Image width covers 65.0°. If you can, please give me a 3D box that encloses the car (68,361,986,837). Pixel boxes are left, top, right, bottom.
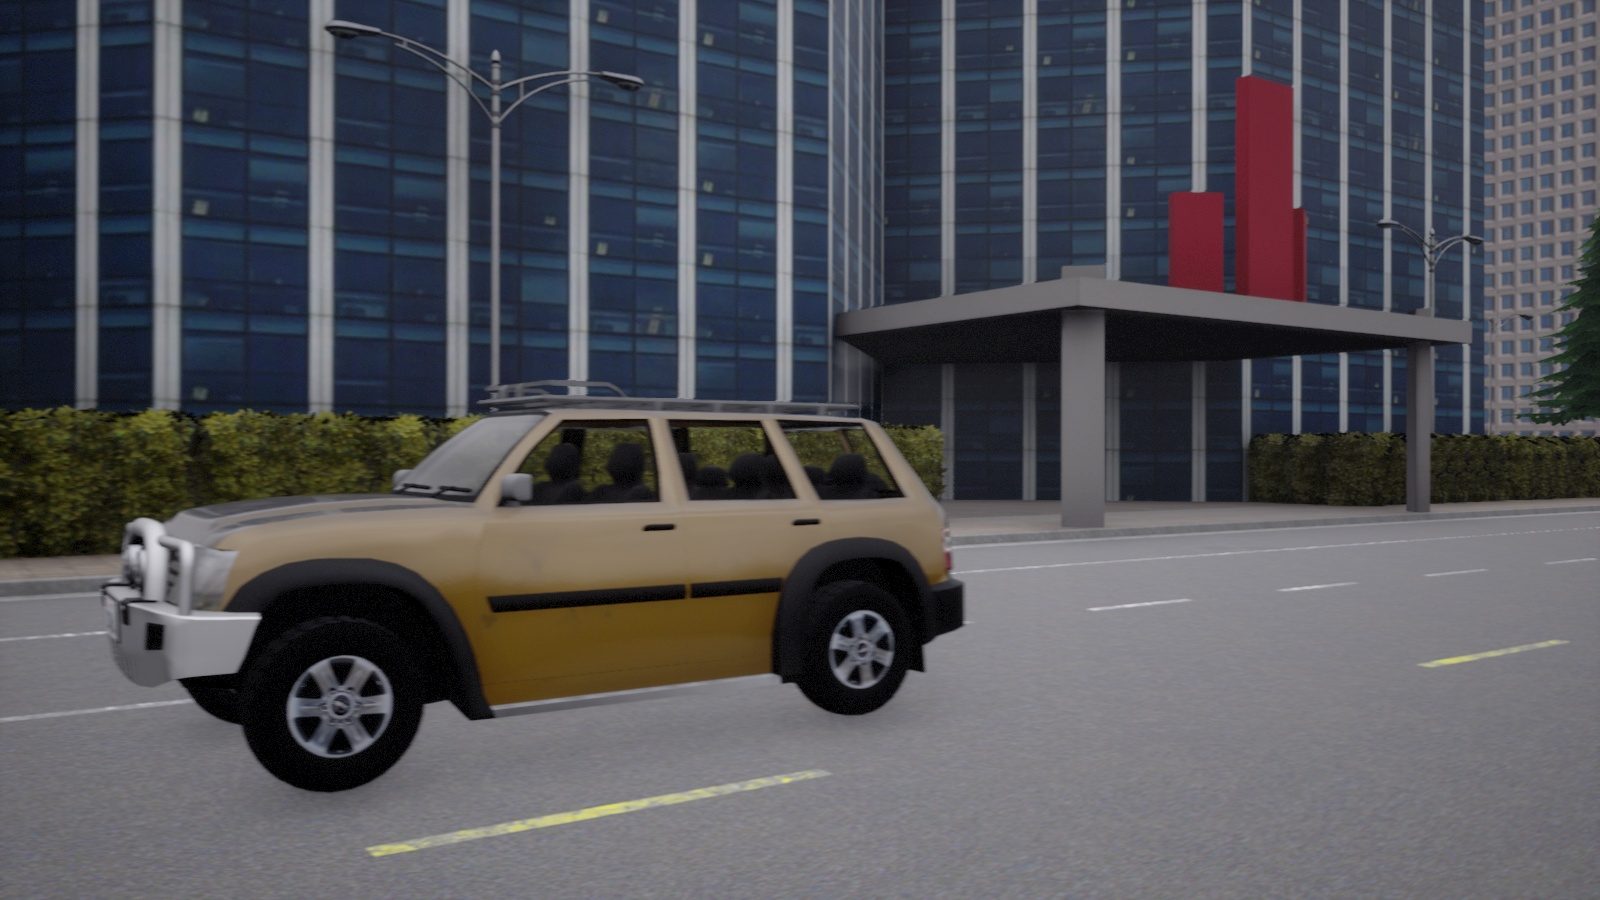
[{"bbox_3d":[-1.335,0.581,6.993,4.605,1.855,1.932,0,0,-35],"label":"car"}]
